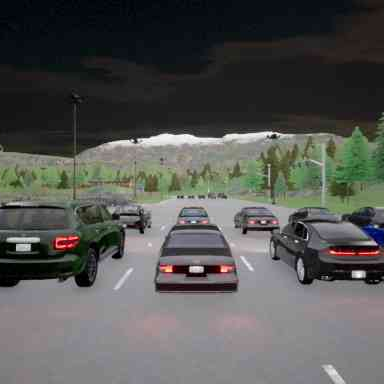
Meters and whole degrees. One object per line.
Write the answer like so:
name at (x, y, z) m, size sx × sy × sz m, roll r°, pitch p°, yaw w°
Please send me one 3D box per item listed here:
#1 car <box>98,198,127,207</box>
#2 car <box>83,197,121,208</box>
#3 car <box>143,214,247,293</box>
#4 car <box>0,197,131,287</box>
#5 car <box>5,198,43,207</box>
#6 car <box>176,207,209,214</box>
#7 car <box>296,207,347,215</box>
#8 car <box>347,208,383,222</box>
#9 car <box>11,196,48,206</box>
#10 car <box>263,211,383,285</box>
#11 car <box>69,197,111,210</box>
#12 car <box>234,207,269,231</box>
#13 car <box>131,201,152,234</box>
car at (-12.004, 1.564, 50.726) m, size 4.181 × 1.385 × 1.994 m, roll 0°, pitch 0°, yaw -10°
car at (-12.655, 1.506, 47.080) m, size 4.892 × 1.490 × 1.837 m, roll 0°, pitch 0°, yaw -7°
car at (0.080, 1.547, 8.962) m, size 2.033 × 1.411 × 5.357 m, roll 0°, pitch 0°, yaw 0°
car at (-3.424, 1.221, 9.452) m, size 2.150 × 2.045 × 5.566 m, roll 0°, pitch 0°, yaw 0°
car at (-25.142, 1.601, 49.967) m, size 4.718 × 1.301 × 1.895 m, roll 0°, pitch 0°, yaw 0°
car at (0.059, 1.547, 19.028) m, size 2.033 × 1.411 × 5.357 m, roll 0°, pitch 0°, yaw 0°
car at (7.053, 1.564, 19.424) m, size 1.994 × 1.385 × 4.181 m, roll 0°, pitch 0°, yaw 0°
car at (7.077, 1.478, 10.440) m, size 1.882 × 1.535 × 5.008 m, roll 0°, pitch 0°, yaw 0°
car at (-26.106, 1.490, 53.464) m, size 4.902 × 1.511 × 2.128 m, roll 0°, pitch 0°, yaw 0°
car at (3.562, 1.505, 9.513) m, size 1.837 × 1.490 × 4.892 m, roll 0°, pitch 0°, yaw 0°
car at (-13.239, 1.492, 43.378) m, size 4.902 × 1.511 × 2.128 m, roll 0°, pitch 0°, yaw -5°
car at (3.553, 1.547, 19.009) m, size 2.033 × 1.411 × 5.357 m, roll 0°, pitch 0°, yaw 0°
car at (-3.446, 1.492, 19.199) m, size 2.128 × 1.511 × 4.902 m, roll 0°, pitch 0°, yaw 0°
